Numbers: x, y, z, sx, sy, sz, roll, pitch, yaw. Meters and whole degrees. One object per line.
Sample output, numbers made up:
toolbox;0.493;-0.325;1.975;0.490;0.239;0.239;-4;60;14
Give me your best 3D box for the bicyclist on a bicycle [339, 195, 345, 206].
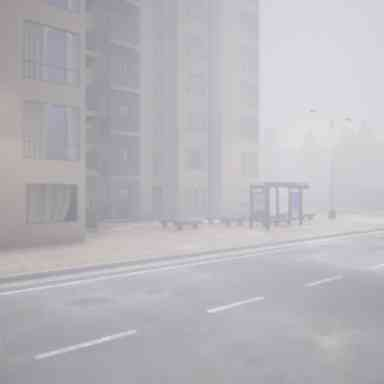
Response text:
bicyclist on a bicycle;21.936;1.244;48.719;1.656;1.620;0.582;0;0;-36
